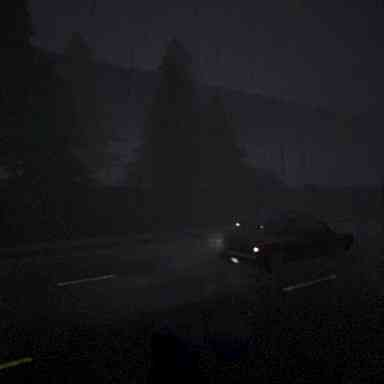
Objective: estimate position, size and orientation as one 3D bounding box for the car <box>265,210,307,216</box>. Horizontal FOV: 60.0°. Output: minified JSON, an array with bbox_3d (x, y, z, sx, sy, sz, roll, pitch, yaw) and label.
[{"bbox_3d":[4.221,1.528,15.587,4.718,1.301,1.895,0,0,-35],"label":"car"}]

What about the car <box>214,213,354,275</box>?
[{"bbox_3d":[2.980,1.551,10.411,4.718,1.301,1.895,0,0,-35],"label":"car"}]
